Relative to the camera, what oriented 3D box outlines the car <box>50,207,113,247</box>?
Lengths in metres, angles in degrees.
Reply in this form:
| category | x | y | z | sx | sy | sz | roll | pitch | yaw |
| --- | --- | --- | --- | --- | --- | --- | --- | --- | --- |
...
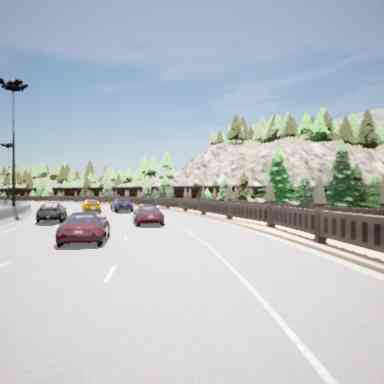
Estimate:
| category | x | y | z | sx | sy | sz | roll | pitch | yaw |
| --- | --- | --- | --- | --- | --- | --- | --- | --- | --- |
| car | -4.985 | 1.619 | 15.599 | 1.994 | 1.385 | 4.181 | 0 | 0 | -9 |

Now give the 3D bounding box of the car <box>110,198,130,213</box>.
| category | x | y | z | sx | sy | sz | roll | pitch | yaw |
| --- | --- | --- | --- | --- | --- | --- | --- | --- | --- |
| car | -8.528 | 1.501 | 40.028 | 2.097 | 1.767 | 4.553 | 0 | 0 | -22 |

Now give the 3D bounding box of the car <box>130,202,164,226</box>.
| category | x | y | z | sx | sy | sz | roll | pitch | yaw |
| --- | --- | --- | --- | --- | --- | --- | --- | --- | --- |
| car | -3.207 | 1.637 | 24.166 | 1.994 | 1.385 | 4.181 | 0 | 0 | -13 |

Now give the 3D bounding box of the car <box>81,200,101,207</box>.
| category | x | y | z | sx | sy | sz | roll | pitch | yaw |
| --- | --- | --- | --- | --- | --- | --- | --- | --- | --- |
| car | -11.903 | 1.645 | 39.113 | 1.882 | 1.535 | 5.008 | 0 | 0 | -23 |

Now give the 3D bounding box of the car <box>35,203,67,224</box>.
| category | x | y | z | sx | sy | sz | roll | pitch | yaw |
| --- | --- | --- | --- | --- | --- | --- | --- | --- | --- |
| car | -10.949 | 1.611 | 26.083 | 2.128 | 1.511 | 4.902 | 0 | 0 | -16 |
